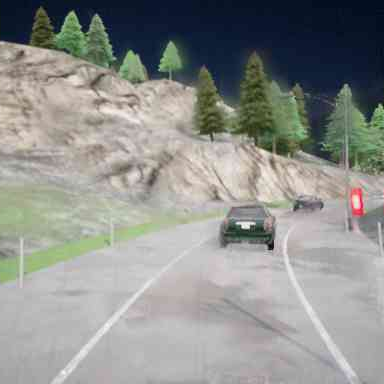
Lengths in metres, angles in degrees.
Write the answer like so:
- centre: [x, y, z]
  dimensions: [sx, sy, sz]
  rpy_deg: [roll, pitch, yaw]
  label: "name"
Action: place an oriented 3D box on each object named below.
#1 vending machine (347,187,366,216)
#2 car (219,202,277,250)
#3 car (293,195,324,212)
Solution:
- centre: [12.713, 0.732, 25.682]
  dimensions: [1.100, 2.100, 0.880]
  rpy_deg: [-6, -6, 32]
  label: "vending machine"
- centre: [2.530, 1.269, 14.325]
  dimensions: [2.097, 1.767, 4.553]
  rpy_deg: [0, 1, 15]
  label: "car"
- centre: [10.968, 1.040, 31.272]
  dimensions: [1.812, 1.442, 4.674]
  rpy_deg: [-2, 1, 36]
  label: "car"
